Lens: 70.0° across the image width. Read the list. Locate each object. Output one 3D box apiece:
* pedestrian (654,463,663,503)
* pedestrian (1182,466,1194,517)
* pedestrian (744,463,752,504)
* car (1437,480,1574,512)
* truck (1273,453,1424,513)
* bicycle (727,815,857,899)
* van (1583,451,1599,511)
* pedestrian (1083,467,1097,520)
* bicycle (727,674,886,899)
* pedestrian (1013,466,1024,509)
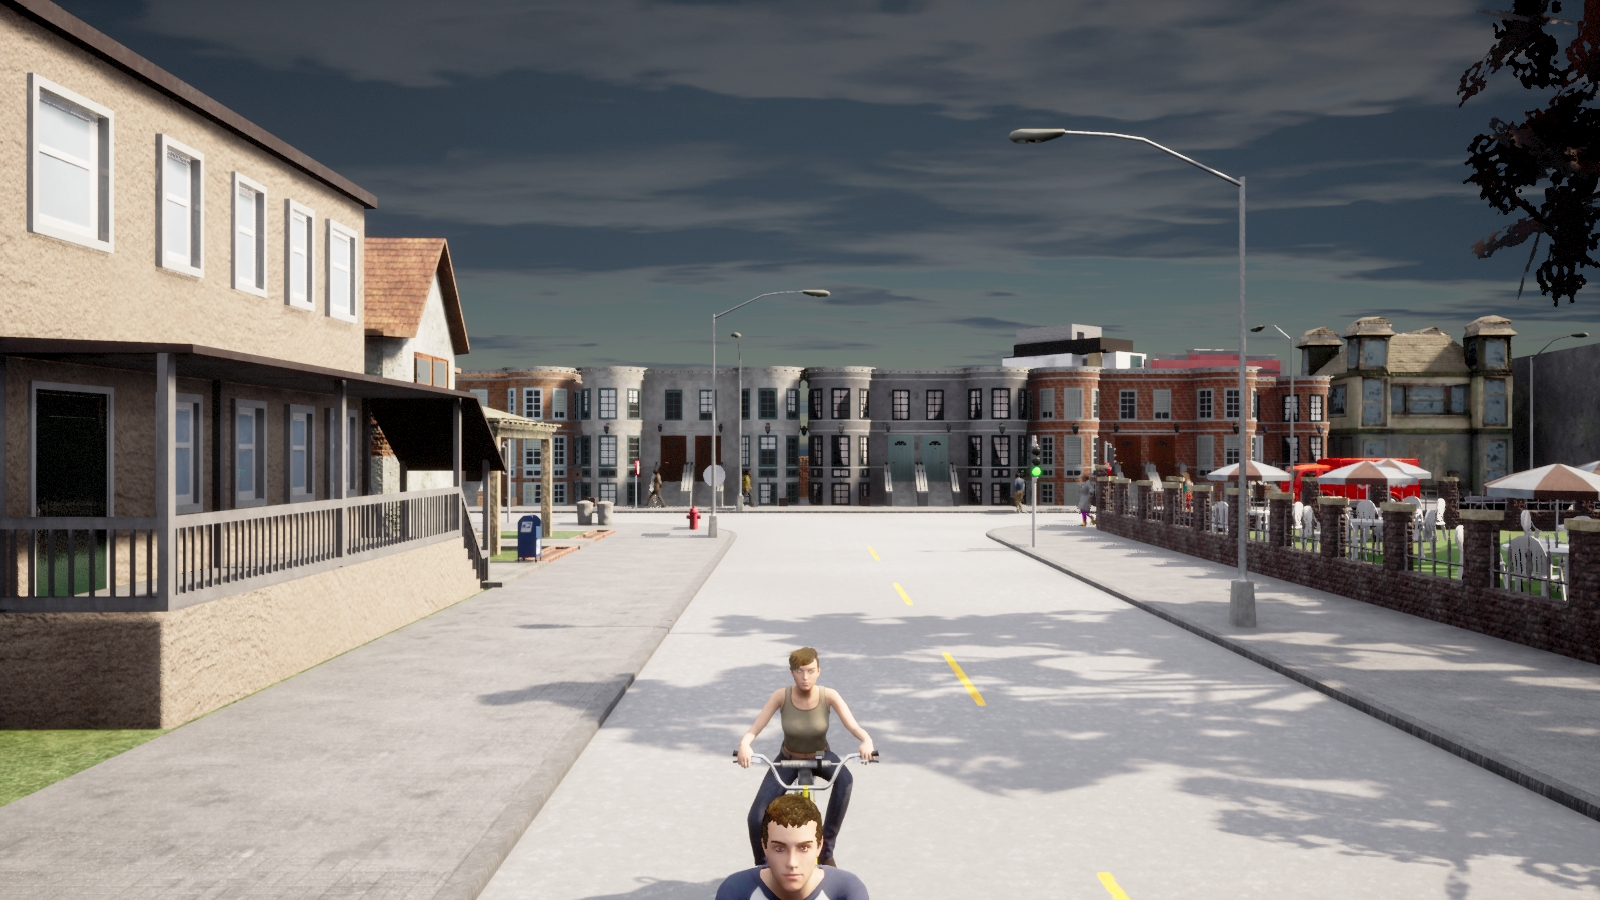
[{"bbox_3d":[-6.581,1.546,53.146,0.375,1.860,0.375,0,0,2],"label":"pedestrian"},{"bbox_3d":[14.443,1.533,42.486,0.375,1.860,0.375,0,0,11],"label":"pedestrian"},{"bbox_3d":[-2.378,1.546,52.391,0.375,1.860,0.375,0,0,-1],"label":"pedestrian"},{"bbox_3d":[30.125,1.955,48.889,4.718,1.301,1.895,0,0,0],"label":"car"},{"bbox_3d":[23.374,1.365,48.875,5.204,2.467,2.627,0,0,0],"label":"truck"},{"bbox_3d":[-0.022,1.938,3.212,0.373,1.296,1.643,0,0,0],"label":"bicycle"},{"bbox_3d":[37.194,1.334,48.909,5.915,2.561,1.988,0,0,1],"label":"van"},{"bbox_3d":[10.206,1.532,40.183,0.375,1.860,0.375,0,0,-3],"label":"pedestrian"},{"bbox_3d":[0.033,2.040,6.906,0.859,1.080,1.487,0,0,0],"label":"bicycle"},{"bbox_3d":[9.627,1.649,50.404,0.375,1.860,0.375,0,0,-12],"label":"pedestrian"}]
